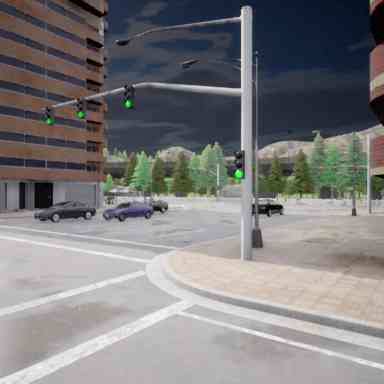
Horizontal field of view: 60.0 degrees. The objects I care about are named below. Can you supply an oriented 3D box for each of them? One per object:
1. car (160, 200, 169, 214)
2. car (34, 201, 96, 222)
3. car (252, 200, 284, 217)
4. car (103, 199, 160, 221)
[{"bbox_3d":[-4.431,1.491,33.860,2.128,1.511,4.902,0,0,36],"label":"car"},{"bbox_3d":[-9.918,1.504,26.322,1.837,1.490,4.892,0,0,36],"label":"car"},{"bbox_3d":[7.151,1.478,31.720,1.882,1.535,5.008,0,0,36],"label":"car"},{"bbox_3d":[-5.059,1.526,27.060,1.812,1.442,4.674,0,0,36],"label":"car"}]
